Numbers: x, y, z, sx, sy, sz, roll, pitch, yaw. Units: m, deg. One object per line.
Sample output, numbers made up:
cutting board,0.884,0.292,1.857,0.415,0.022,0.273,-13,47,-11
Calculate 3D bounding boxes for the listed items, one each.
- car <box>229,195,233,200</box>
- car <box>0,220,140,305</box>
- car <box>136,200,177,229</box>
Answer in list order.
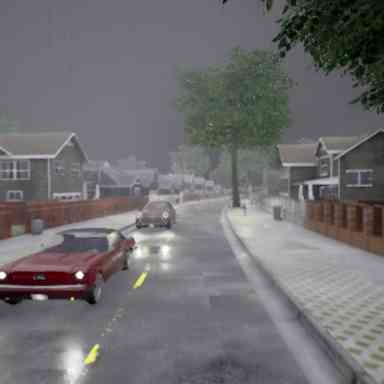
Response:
car,11.234,1.561,90.815,1.994,1.385,4.181,0,0,11
car,-2.749,1.621,8.297,1.895,1.301,4.718,-1,0,1
car,-2.215,1.359,21.488,2.097,1.767,4.553,-1,0,3
